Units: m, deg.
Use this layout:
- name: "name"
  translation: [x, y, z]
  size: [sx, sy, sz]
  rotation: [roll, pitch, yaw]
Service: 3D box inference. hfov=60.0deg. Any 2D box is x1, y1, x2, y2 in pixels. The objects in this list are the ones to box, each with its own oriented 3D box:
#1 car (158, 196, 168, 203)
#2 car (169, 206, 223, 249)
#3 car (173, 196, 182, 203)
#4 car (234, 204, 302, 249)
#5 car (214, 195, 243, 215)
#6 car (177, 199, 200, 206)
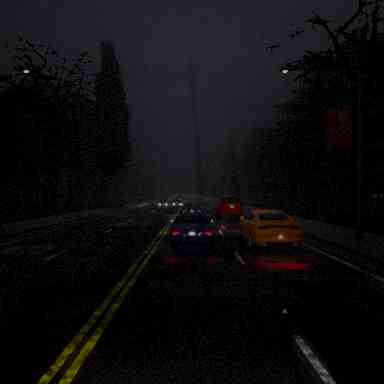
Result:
- name: "car"
  translation: [-6.500, 1.720, 75.921]
  size: [1.837, 1.490, 4.892]
  rotation: [0, 0, 0]
- name: "car"
  translation: [0.000, 1.579, 14.652]
  size: [2.033, 1.411, 5.357]
  rotation: [0, 0, 0]
- name: "car"
  translation: [-3.250, 1.698, 75.920]
  size: [1.882, 1.535, 5.008]
  rotation: [0, 0, 0]
- name: "car"
  translation: [3.250, 1.501, 14.653]
  size: [1.882, 1.535, 5.008]
  rotation: [0, 0, 0]
- name: "car"
  translation: [3.250, 1.314, 29.684]
  size: [2.150, 2.045, 5.566]
  rotation: [0, 0, 0]
- name: "car"
  translation: [0.000, 1.619, 29.654]
  size: [2.033, 1.411, 5.357]
  rotation: [0, 0, 0]
